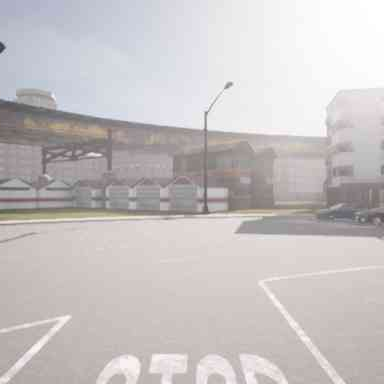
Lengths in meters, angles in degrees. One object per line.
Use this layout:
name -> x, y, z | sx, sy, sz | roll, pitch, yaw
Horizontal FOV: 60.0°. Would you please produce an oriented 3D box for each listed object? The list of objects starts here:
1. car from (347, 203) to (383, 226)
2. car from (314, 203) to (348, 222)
car -> 14.173, 1.627, 23.817 | 4.892, 1.490, 1.837 | 1, -1, 0
car -> 12.393, 1.663, 27.221 | 4.674, 1.442, 1.812 | 0, -1, -3
